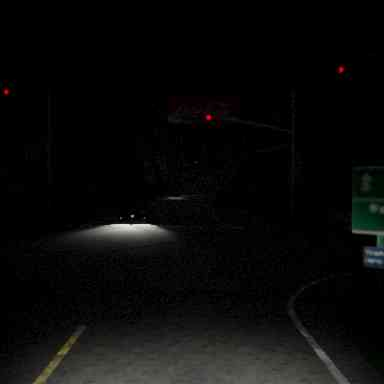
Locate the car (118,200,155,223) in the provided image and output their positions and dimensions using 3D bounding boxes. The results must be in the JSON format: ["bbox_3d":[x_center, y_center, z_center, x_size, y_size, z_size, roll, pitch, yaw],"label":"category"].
[{"bbox_3d":[-3.625,1.248,22.254,1.994,1.385,4.181,0,1,0],"label":"car"}]

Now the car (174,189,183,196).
[{"bbox_3d":[-3.593,0.079,89.287,2.097,1.767,4.553,0,1,0],"label":"car"}]

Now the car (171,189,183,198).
[{"bbox_3d":[-3.576,0.524,72.814,1.994,1.385,4.181,0,1,0],"label":"car"}]

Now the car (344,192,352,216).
[{"bbox_3d":[14.321,1.138,25.754,3.866,1.878,1.905,0,1,0],"label":"car"}]

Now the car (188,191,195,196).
[{"bbox_3d":[-0.091,0.322,87.100,1.994,1.385,4.181,0,1,0],"label":"car"}]

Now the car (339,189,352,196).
[{"bbox_3d":[34.773,0.459,72.645,2.007,1.523,4.514,0,1,0],"label":"car"}]

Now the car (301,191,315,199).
[{"bbox_3d":[22.384,0.634,64.833,1.970,1.475,3.806,0,1,0],"label":"car"}]
